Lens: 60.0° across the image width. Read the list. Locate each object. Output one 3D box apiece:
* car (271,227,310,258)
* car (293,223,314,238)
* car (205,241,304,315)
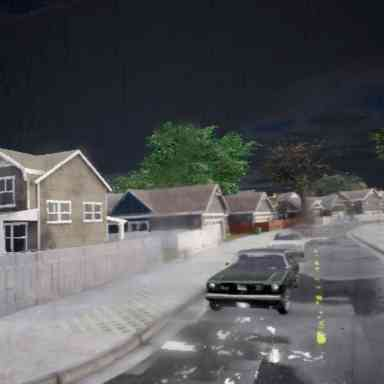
[{"bbox_3d":[5.504,2.955,19.014,1.895,1.301,4.718,-5,-5,20],"label":"car"},{"bbox_3d":[11.177,3.845,33.557,1.994,1.385,4.181,-5,-5,24],"label":"car"},{"bbox_3d":[1.941,2.336,9.463,1.895,1.301,4.718,-5,-5,22],"label":"car"}]
